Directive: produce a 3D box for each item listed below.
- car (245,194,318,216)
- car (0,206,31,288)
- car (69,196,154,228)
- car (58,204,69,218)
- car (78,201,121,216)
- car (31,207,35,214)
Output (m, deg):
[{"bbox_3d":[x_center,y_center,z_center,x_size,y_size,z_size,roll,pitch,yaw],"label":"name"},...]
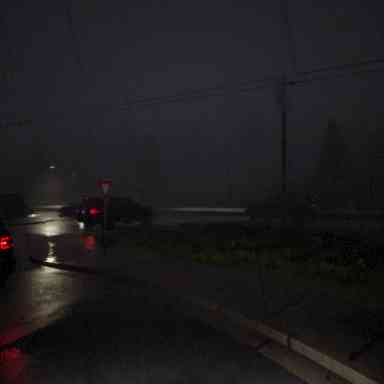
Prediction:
[{"bbox_3d":[7.105,1.203,26.645,5.566,2.045,2.150,0,0,27],"label":"car"},{"bbox_3d":[-6.470,1.291,8.127,5.566,2.045,2.150,-1,0,37],"label":"car"},{"bbox_3d":[-4.997,1.300,22.327,2.150,2.045,5.566,-1,0,36],"label":"car"},{"bbox_3d":[-10.627,1.705,30.752,4.181,1.385,1.994,-1,0,43],"label":"car"},{"bbox_3d":[-9.906,1.706,35.476,4.181,1.385,1.994,-1,0,27],"label":"car"},{"bbox_3d":[-19.094,1.787,36.075,4.181,1.385,1.994,0,0,27],"label":"car"}]
